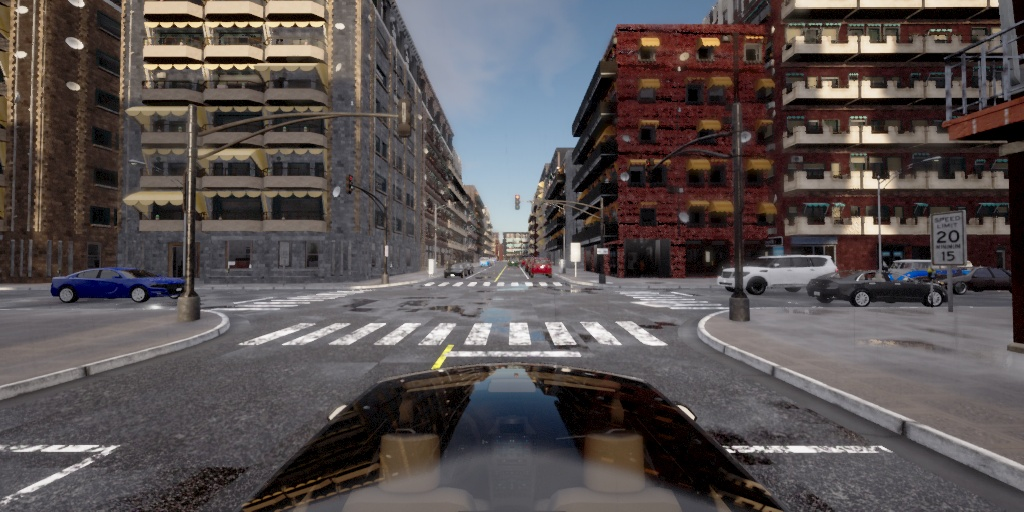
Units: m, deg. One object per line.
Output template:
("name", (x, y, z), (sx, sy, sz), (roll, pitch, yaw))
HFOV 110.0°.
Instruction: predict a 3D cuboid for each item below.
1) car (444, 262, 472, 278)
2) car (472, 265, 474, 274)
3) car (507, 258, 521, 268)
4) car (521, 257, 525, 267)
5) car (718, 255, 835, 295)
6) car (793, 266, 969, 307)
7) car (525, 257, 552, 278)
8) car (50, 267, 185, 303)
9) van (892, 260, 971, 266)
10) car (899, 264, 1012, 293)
("car", (-5.244, 1.328, 33.900), (1.948, 1.339, 4.313), (0, 0, 0))
("car", (-5.232, 1.331, 39.461), (1.948, 1.339, 4.313), (0, 0, 0))
("car", (0.233, 1.178, 64.447), (2.097, 1.767, 4.553), (0, 0, 0))
("car", (2.661, 1.086, 45.051), (2.192, 1.841, 5.009), (0, 0, 0))
("car", (14.066, 0.969, 19.046), (5.566, 2.045, 2.150), (0, -1, 0))
("car", (13.771, 1.185, 13.610), (4.403, 1.370, 2.007), (0, 0, 0))
("car", (2.637, 1.077, 33.928), (2.192, 1.841, 5.009), (0, 0, 0))
("car", (-17.582, 1.255, 16.242), (5.008, 1.535, 1.882), (0, -1, 0))
("van", (24.946, 1.115, 21.438), (3.998, 1.789, 1.690), (0, 0, 0))
("car", (24.318, 1.271, 18.989), (5.357, 1.411, 2.033), (0, -1, 0))
